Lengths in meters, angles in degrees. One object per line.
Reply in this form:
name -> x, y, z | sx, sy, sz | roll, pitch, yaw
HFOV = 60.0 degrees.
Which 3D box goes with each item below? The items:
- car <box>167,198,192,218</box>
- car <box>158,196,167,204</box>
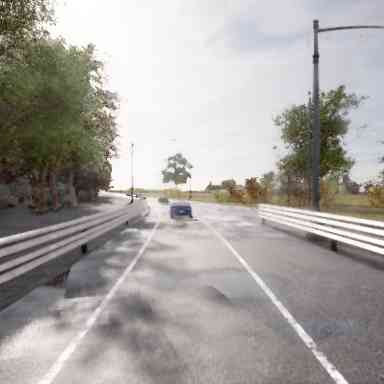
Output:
car -> -1.090, 1.492, 30.628 | 1.882, 1.535, 5.008 | 0, 0, -5
car -> -5.816, 1.508, 66.396 | 1.837, 1.490, 4.892 | 0, 0, -11
